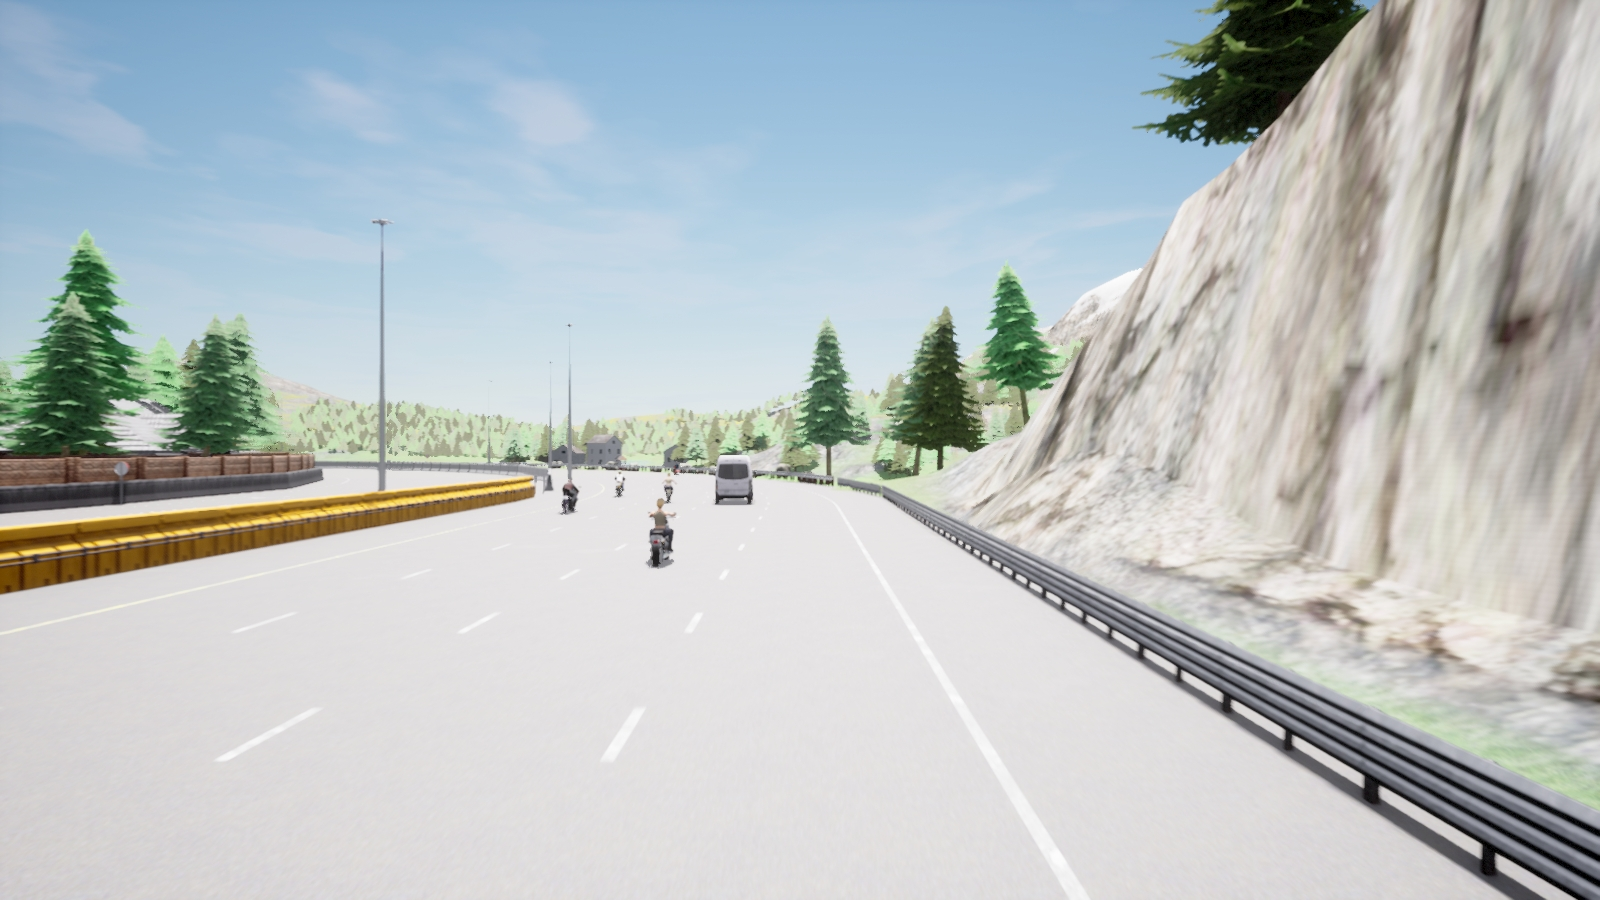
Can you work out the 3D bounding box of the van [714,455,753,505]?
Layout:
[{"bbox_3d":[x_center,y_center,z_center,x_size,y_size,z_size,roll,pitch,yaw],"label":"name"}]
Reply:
[{"bbox_3d":[-3.572,1.570,62.373,1.988,2.561,5.915,0,0,-2],"label":"van"}]

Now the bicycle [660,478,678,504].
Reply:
[{"bbox_3d":[-7.001,2.183,61.049,0.859,1.295,1.487,0,0,-2],"label":"bicycle"}]

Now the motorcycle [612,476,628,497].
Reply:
[{"bbox_3d":[-10.979,2.216,69.734,0.803,1.217,2.033,-1,0,-4],"label":"motorcycle"}]

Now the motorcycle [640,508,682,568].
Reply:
[{"bbox_3d":[-3.457,2.162,28.538,0.764,1.325,2.356,0,0,0],"label":"motorcycle"}]

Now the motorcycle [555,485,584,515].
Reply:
[{"bbox_3d":[-10.386,2.234,51.510,0.867,1.251,2.209,0,0,0],"label":"motorcycle"}]
